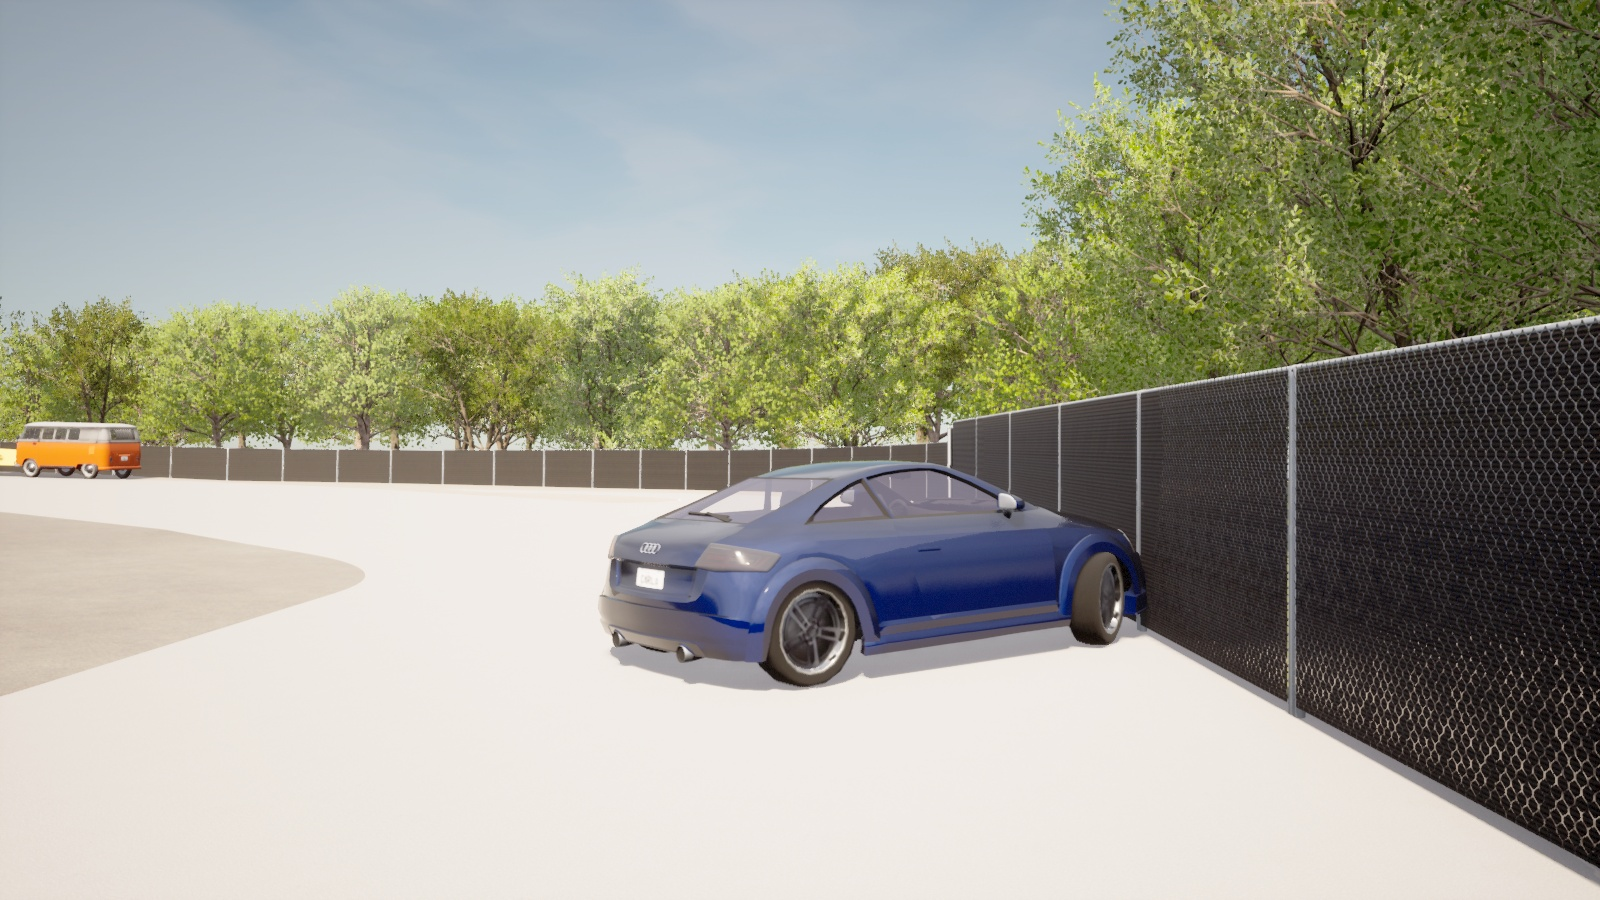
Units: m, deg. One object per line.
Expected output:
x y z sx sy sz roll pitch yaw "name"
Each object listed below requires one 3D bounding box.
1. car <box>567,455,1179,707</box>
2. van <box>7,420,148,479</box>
0.651 0.764 9.258 4.181 1.385 1.994 -1 0 -37 "car"
-25.783 -0.033 44.833 4.442 1.987 1.775 1 1 16 "van"
